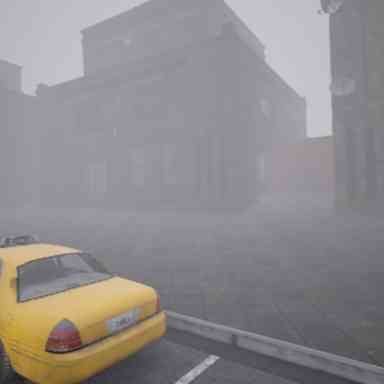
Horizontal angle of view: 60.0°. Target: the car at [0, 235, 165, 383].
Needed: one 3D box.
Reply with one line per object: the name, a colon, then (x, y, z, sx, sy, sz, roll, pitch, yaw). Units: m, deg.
car: (-2.900, 1.479, 5.336, 5.366, 1.575, 1.946, 0, 0, 35)
